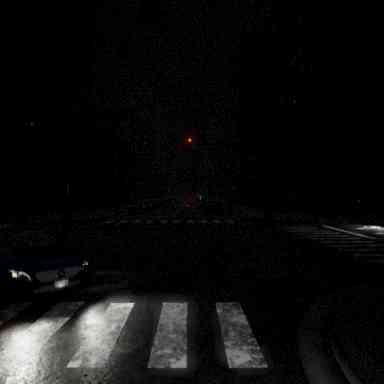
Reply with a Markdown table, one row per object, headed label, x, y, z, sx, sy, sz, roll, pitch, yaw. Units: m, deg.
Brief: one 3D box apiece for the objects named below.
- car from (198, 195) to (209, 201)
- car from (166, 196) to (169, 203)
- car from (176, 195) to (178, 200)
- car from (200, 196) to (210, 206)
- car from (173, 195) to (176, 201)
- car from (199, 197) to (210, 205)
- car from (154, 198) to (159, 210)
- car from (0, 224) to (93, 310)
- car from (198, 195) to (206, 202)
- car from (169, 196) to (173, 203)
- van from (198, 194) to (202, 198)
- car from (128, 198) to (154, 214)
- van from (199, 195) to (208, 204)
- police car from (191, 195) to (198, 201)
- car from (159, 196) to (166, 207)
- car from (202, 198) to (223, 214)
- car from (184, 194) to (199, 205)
| label | x | y | z | sx | sy | sz | roll | pitch | yaw |
| --- | --- | --- | --- | --- | --- | --- | --- | --- | --- |
| car | 2.387 | 1.637 | 52.586 | 1.947 | 1.339 | 4.313 | 0 | 0 | 0 |
| car | -5.628 | 1.634 | 58.111 | 2.008 | 1.369 | 4.403 | 0 | 0 | 0 |
| car | -5.567 | 1.721 | 91.176 | 1.887 | 1.381 | 4.507 | 0 | 0 | 0 |
| car | 2.377 | 1.641 | 47.075 | 1.802 | 1.307 | 4.206 | 0 | 0 | 0 |
| car | -5.588 | 1.694 | 80.154 | 2.008 | 1.369 | 4.403 | 0 | 0 | 0 |
| car | 2.407 | 1.647 | 63.607 | 2.008 | 1.369 | 4.403 | 0 | 0 | 0 |
| car | -5.658 | 1.489 | 41.579 | 1.967 | 1.590 | 4.097 | 0 | 0 | 0 |
| car | -4.261 | 1.524 | 8.010 | 4.674 | 1.442 | 1.812 | 0 | -1 | 42 |
| car | 2.448 | 1.600 | 85.650 | 1.967 | 1.590 | 4.097 | 0 | 0 | 0 |
| car | -5.608 | 1.552 | 69.133 | 1.967 | 1.590 | 4.097 | 0 | 0 | 0 |
| van | 2.397 | 1.424 | 58.097 | 1.690 | 1.788 | 3.998 | 0 | 0 | 0 |
| car | -5.668 | 1.480 | 36.068 | 1.967 | 1.590 | 4.097 | 0 | 0 | 0 |
| van | 2.417 | 1.453 | 69.118 | 1.690 | 1.788 | 3.998 | 0 | 0 | 0 |
| police car | 0.644 | 1.598 | 90.134 | 1.930 | 1.638 | 5.238 | 0 | 0 | 0 |
| car | -5.638 | 1.653 | 52.600 | 1.802 | 1.307 | 4.206 | 0 | 0 | 0 |
| car | 2.357 | 1.606 | 36.053 | 1.947 | 1.339 | 4.313 | 0 | 0 | 0 |
| car | -0.131 | 1.574 | 63.308 | 1.882 | 1.535 | 5.008 | 0 | 0 | 0 |
